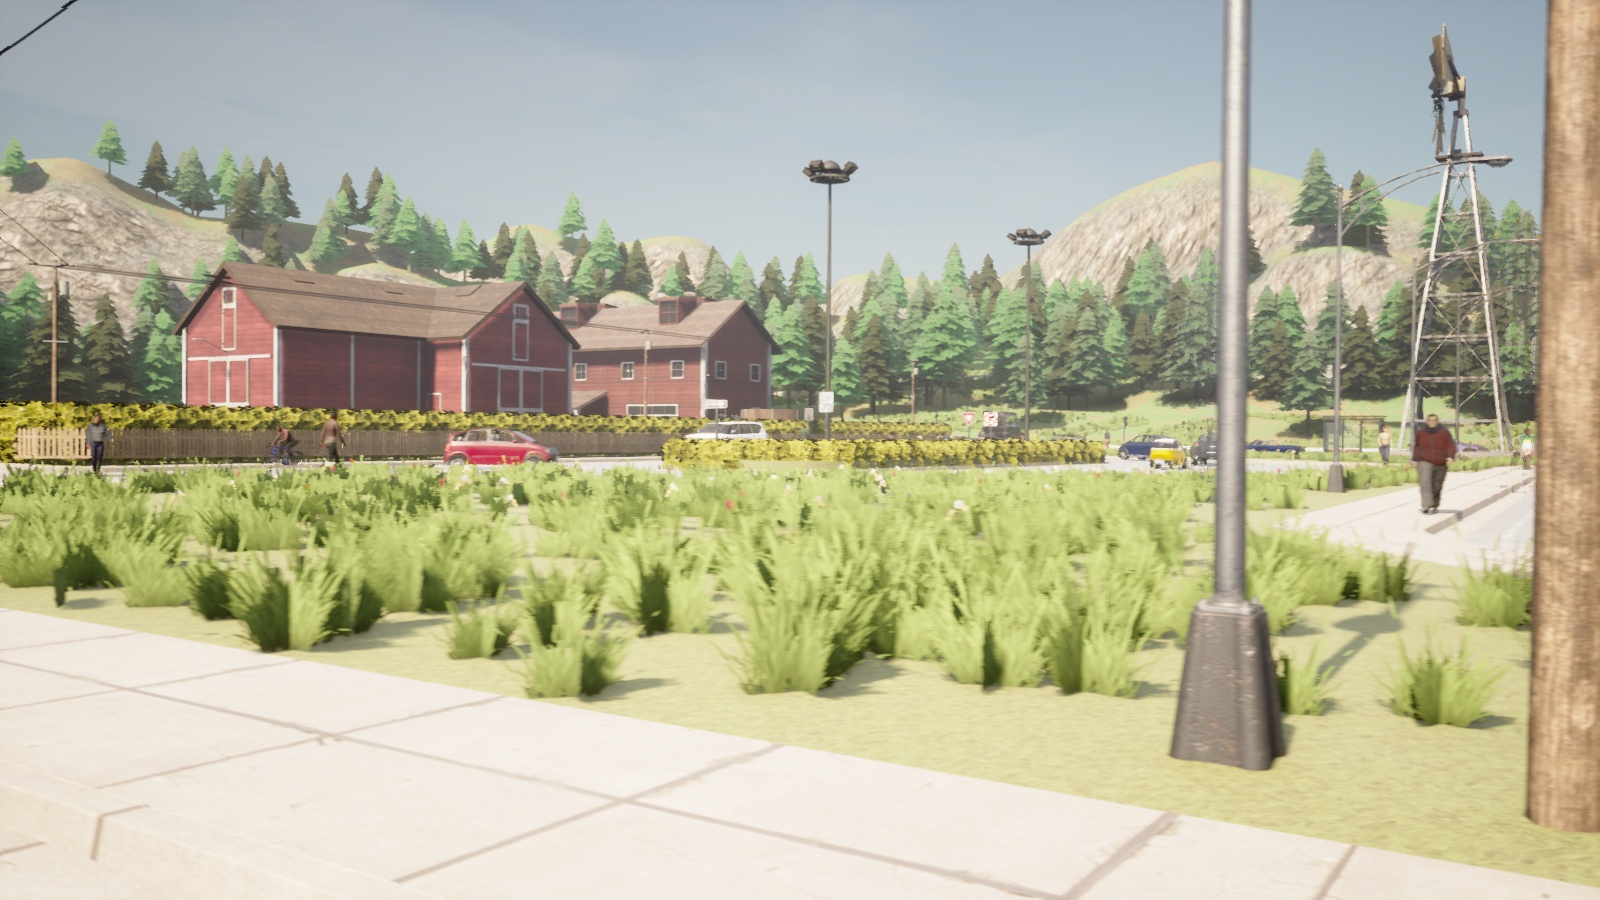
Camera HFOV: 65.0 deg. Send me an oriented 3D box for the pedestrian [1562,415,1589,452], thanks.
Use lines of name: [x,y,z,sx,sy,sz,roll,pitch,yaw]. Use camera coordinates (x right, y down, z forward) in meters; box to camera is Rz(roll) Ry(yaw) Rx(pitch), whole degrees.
pedestrian: [38.895,-0.825,62.976,0.900,1.855,0.874,-1,1,-37]

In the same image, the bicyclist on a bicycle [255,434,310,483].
bicyclist on a bicycle: [-17.544,0.261,42.634,0.582,1.620,1.656,0,1,33]

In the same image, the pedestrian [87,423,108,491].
pedestrian: [-20.568,0.201,36.779,0.423,1.949,0.788,-1,1,-36]

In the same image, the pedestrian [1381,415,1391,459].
pedestrian: [24.114,-0.537,51.657,0.345,1.836,0.594,0,1,27]

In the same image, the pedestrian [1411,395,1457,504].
pedestrian: [11.021,-0.011,21.806,0.634,1.844,0.899,0,1,32]

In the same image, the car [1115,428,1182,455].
car: [20.671,-0.495,74.579,1.789,1.549,3.705,-1,1,-29]

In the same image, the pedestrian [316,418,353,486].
pedestrian: [-12.541,0.038,33.849,0.328,1.805,0.869,0,1,33]

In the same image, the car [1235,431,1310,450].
car: [33.805,-0.702,89.930,4.718,1.301,1.895,0,1,34]

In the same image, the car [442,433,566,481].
car: [-9.823,0.227,41.853,3.705,1.549,1.789,0,0,2]

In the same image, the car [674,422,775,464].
car: [-3.753,-0.382,63.490,2.150,2.045,5.566,0,1,33]

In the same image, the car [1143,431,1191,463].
car: [16.523,-0.135,56.475,1.481,1.376,2.207,0,1,33]

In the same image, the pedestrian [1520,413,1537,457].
pedestrian: [32.357,-0.668,55.762,0.659,1.952,0.873,0,1,31]

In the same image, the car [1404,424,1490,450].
car: [43.095,-0.870,83.668,4.856,1.649,2.033,0,1,34]

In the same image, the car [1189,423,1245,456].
car: [21.589,-0.571,64.903,2.152,1.651,5.027,0,1,25]
